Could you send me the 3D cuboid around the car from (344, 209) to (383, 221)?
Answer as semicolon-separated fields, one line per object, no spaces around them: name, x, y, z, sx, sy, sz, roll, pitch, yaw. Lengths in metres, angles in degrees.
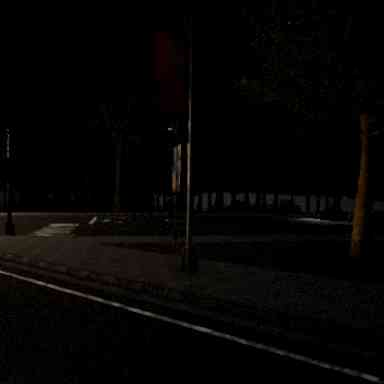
car;19.463;2.642;36.112;4.718;1.301;1.895;1;1;-11

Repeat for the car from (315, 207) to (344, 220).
car;16.594;2.512;38.860;4.181;1.385;1.994;1;1;-11
